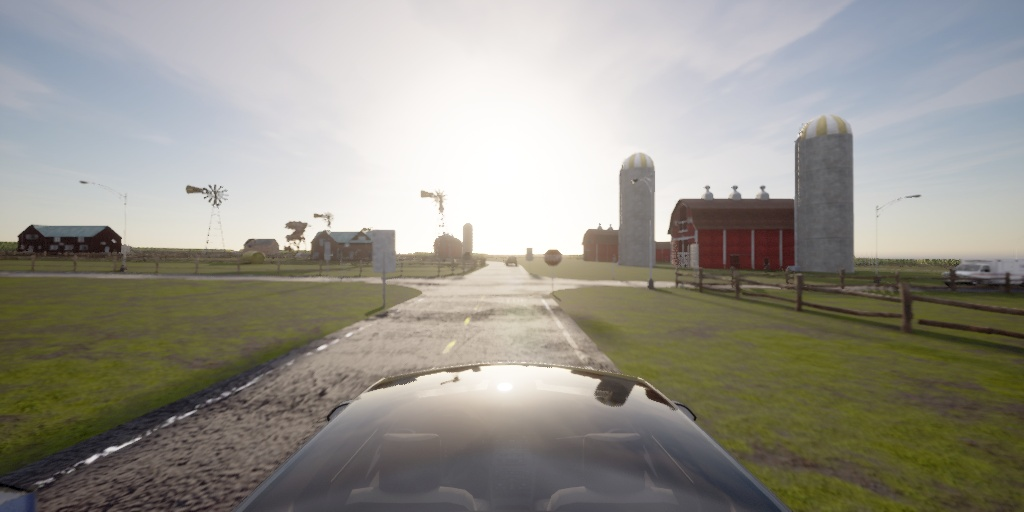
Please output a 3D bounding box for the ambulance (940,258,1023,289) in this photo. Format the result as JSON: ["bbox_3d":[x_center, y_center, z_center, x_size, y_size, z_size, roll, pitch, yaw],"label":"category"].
[{"bbox_3d":[39.421,1.434,29.543,6.366,2.431,2.351,1,-1,0],"label":"ambulance"}]
